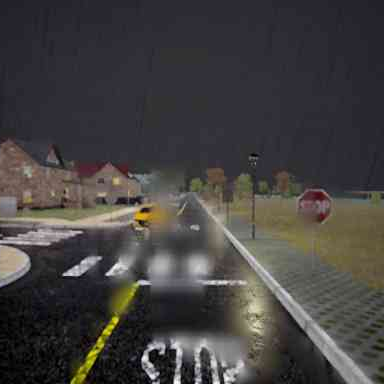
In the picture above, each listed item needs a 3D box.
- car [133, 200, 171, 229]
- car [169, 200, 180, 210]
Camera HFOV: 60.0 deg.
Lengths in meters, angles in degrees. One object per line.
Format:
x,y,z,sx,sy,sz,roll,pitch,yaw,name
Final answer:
-2.735,1.612,22.535,1.882,1.535,5.008,0,1,0,car
-2.722,1.800,47.087,1.895,1.301,4.718,0,0,0,car
